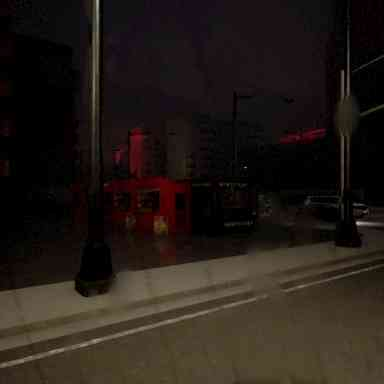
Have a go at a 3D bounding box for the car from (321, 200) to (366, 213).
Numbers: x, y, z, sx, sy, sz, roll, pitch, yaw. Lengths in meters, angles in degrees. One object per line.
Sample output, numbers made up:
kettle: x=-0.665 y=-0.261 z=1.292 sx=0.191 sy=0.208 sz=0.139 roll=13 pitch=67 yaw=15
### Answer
car: x=18.345 y=1.705 z=40.445 sx=1.812 sy=1.442 sz=4.674 roll=0 pitch=-1 yaw=-35

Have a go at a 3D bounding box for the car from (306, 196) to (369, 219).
car: x=12.805 y=1.338 z=29.956 sx=2.150 sy=2.045 sz=5.566 roll=0 pitch=-1 yaw=-36

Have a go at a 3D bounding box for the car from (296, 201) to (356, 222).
car: x=10.585 y=1.667 z=27.047 sx=1.994 sy=1.385 sz=4.181 roll=0 pitch=-1 yaw=-36
